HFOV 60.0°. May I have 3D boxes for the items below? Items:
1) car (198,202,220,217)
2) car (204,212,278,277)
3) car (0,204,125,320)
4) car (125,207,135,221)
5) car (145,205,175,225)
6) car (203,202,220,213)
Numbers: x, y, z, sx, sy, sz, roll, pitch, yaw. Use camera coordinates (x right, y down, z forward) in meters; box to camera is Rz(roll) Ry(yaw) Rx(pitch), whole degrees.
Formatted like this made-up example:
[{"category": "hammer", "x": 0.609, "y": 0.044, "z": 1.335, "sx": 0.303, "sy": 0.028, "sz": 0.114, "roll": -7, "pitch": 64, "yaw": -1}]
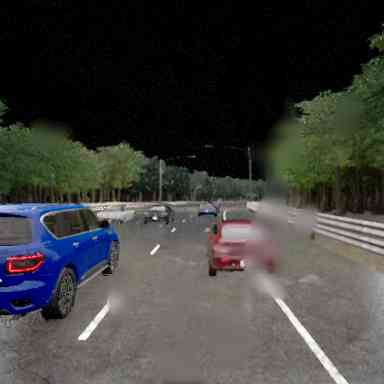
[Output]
[{"category": "car", "x": 1.756, "y": 1.888, "z": 35.609, "sx": 1.994, "sy": 1.385, "sz": 4.181, "roll": 0, "pitch": -1, "yaw": 7}, {"category": "car", "x": 1.392, "y": 1.581, "z": 10.358, "sx": 1.812, "sy": 1.442, "sz": 4.674, "roll": 0, "pitch": 0, "yaw": 2}, {"category": "car", "x": -3.274, "y": 1.264, "z": 7.543, "sx": 2.150, "sy": 2.045, "sz": 5.566, "roll": 0, "pitch": 0, "yaw": 1}, {"category": "car", "x": -5.922, "y": 1.788, "z": 26.422, "sx": 1.895, "sy": 1.301, "sz": 4.718, "roll": 0, "pitch": -1, "yaw": 4}, {"category": "car", "x": -2.453, "y": 1.703, "z": 25.779, "sx": 1.812, "sy": 1.442, "sz": 4.674, "roll": 0, "pitch": -1, "yaw": 4}, {"category": "car", "x": 2.715, "y": 2.096, "z": 45.394, "sx": 1.994, "sy": 1.385, "sz": 4.181, "roll": 0, "pitch": -1, "yaw": 8}]
